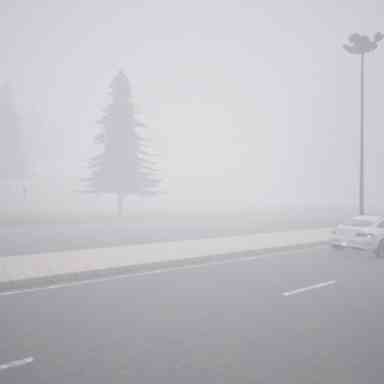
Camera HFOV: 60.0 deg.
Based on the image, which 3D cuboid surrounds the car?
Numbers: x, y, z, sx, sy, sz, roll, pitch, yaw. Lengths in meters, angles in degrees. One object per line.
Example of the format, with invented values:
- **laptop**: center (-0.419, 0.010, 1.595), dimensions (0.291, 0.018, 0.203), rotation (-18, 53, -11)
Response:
- **car**: center (7.441, 1.679, 13.452), dimensions (4.674, 1.442, 1.812), rotation (1, 0, -35)
